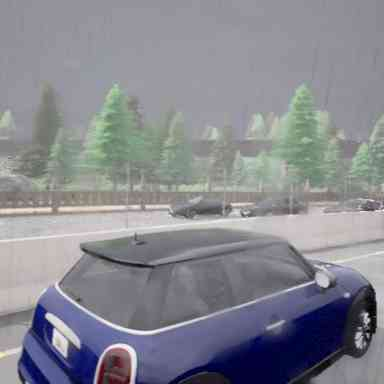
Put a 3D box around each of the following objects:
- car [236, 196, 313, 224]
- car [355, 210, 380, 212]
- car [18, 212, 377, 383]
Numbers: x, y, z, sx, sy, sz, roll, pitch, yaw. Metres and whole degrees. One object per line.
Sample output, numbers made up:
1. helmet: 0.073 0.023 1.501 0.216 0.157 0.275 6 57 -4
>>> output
1. car: 5.259 1.060 21.012 4.892 1.490 1.837 0 1 -32
2. car: 9.721 1.175 19.677 4.892 1.490 1.837 0 1 -31
3. car: 0.507 1.246 4.139 4.553 1.767 2.097 0 2 -42
